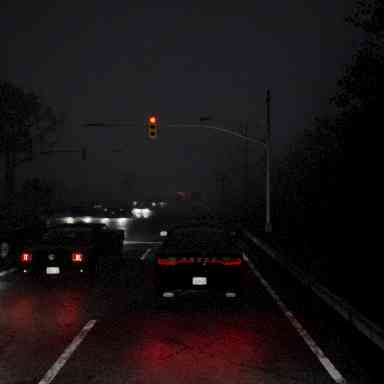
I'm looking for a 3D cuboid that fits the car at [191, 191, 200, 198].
[{"bbox_3d":[0.848,0.561,77.644,1.895,1.301,4.718,0,3,1],"label":"car"}]

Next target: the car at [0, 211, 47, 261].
[{"bbox_3d":[-7.015,1.505,12.383,1.837,1.490,4.892,0,0,1],"label":"car"}]

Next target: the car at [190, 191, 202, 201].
[{"bbox_3d":[0.821,0.738,66.979,2.150,2.045,5.566,0,3,1],"label":"car"}]

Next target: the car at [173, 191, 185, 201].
[{"bbox_3d":[-2.779,1.070,66.912,2.033,1.411,5.357,0,3,1],"label":"car"}]

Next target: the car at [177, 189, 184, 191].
[{"bbox_3d":[-2.656,0.173,77.289,2.097,1.767,4.553,0,3,1],"label":"car"}]

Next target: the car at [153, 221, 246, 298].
[{"bbox_3d":[0.157,1.478,8.564,1.882,1.535,5.008,0,0,0],"label":"car"}]

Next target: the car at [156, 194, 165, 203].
[{"bbox_3d":[-6.361,1.142,64.143,1.882,1.535,5.008,0,3,1],"label":"car"}]

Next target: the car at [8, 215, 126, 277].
[{"bbox_3d":[-3.368,1.601,10.241,1.895,1.301,4.718,0,0,-1],"label":"car"}]

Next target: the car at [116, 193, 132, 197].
[{"bbox_3d":[-10.088,1.223,48.938,2.150,2.045,5.566,0,0,1],"label":"car"}]

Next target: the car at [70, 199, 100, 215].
[{"bbox_3d":[-10.286,1.478,32.612,1.882,1.535,5.008,0,0,1],"label":"car"}]

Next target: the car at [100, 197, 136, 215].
[{"bbox_3d":[-6.805,1.526,31.073,1.812,1.442,4.674,0,0,1],"label":"car"}]

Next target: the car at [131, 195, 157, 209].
[{"bbox_3d":[-6.622,1.492,46.241,2.128,1.511,4.902,0,0,1],"label":"car"}]
